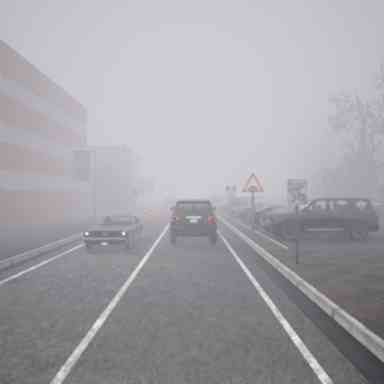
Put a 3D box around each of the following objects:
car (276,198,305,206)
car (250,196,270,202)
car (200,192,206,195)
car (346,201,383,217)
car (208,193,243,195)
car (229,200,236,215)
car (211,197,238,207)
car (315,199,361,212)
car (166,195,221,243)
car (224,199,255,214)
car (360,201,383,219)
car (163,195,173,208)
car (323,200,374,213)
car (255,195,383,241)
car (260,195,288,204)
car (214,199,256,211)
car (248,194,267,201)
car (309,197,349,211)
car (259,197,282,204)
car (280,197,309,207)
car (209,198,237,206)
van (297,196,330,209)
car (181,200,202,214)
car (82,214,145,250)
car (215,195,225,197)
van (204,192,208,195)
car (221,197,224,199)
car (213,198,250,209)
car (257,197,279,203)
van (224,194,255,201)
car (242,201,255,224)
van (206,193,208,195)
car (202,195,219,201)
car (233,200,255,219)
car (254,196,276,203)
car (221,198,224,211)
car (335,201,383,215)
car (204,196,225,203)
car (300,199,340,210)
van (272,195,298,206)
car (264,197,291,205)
[{"bbox_3d":[18.256,1.899,61.987,4.792,1.488,2.163,0,-1,-1],"label":"car"},{"bbox_3d":[17.863,1.722,87.544,5.008,1.535,2.097,0,1,-1],"label":"car"},{"bbox_3d":[5.385,1.561,78.724,5.566,2.045,2.435,0,1,-1],"label":"car"},{"bbox_3d":[18.619,1.670,33.756,5.008,1.535,2.097,0,0,-1],"label":"car"},{"bbox_3d":[5.804,1.557,53.280,5.566,2.045,2.435,0,0,-1],"label":"car"},{"bbox_3d":[6.101,1.688,30.675,4.674,1.452,2.002,0,0,-1],"label":"car"},{"bbox_3d":[5.727,1.723,58.930,4.553,1.767,2.185,0,0,-1],"label":"car"},{"bbox_3d":[18.496,1.731,42.351,5.008,1.535,2.097,0,0,-1],"label":"car"},{"bbox_3d":[0.062,1.355,16.987,2.150,2.045,5.566,0,0,0],"label":"car"},{"bbox_3d":[6.028,1.698,33.500,4.792,1.488,2.163,0,0,-1],"label":"car"},{"bbox_3d":[18.659,1.650,30.933,5.008,1.535,2.097,0,0,-1],"label":"car"},{"bbox_3d":[-3.659,1.582,57.075,2.150,2.045,5.566,0,0,0],"label":"car"},{"bbox_3d":[18.546,1.710,39.528,5.008,1.535,2.097,0,0,-1],"label":"car"},{"bbox_3d":[6.271,1.287,16.550,5.566,2.045,2.435,0,-1,-1],"label":"car"},{"bbox_3d":[18.038,1.620,73.425,5.566,2.045,2.435,0,1,-1],"label":"car"},{"bbox_3d":[5.711,1.745,44.799,5.366,1.575,1.946,0,0,-1],"label":"car"},{"bbox_3d":[17.798,1.568,90.242,4.553,1.767,2.185,0,1,-1],"label":"car"},{"bbox_3d":[18.491,1.625,45.175,4.553,1.767,2.185,0,0,-1],"label":"car"},{"bbox_3d":[17.996,1.871,76.251,4.792,1.488,2.163,0,1,-1],"label":"car"},{"bbox_3d":[18.231,1.725,59.290,4.553,1.767,2.185,0,0,-1],"label":"car"},{"bbox_3d":[5.649,1.868,61.754,5.008,1.535,2.097,0,0,-1],"label":"car"},{"bbox_3d":[18.498,1.564,50.697,4.442,1.987,1.878,0,0,-1],"label":"van"},{"bbox_3d":[-0.037,1.590,34.275,1.994,1.385,4.181,0,-4,0],"label":"car"},{"bbox_3d":[-3.389,1.722,15.136,1.895,1.301,4.718,0,0,0],"label":"car"},{"bbox_3d":[5.887,1.643,47.629,4.553,1.767,2.185,0,0,-1],"label":"car"},{"bbox_3d":[5.570,1.617,75.902,4.442,1.987,1.878,0,1,-1],"label":"van"},{"bbox_3d":[6.122,1.725,41.979,5.366,1.575,1.946,0,0,-1],"label":"car"},{"bbox_3d":[6.001,1.785,50.455,5.366,1.575,1.946,0,0,-1],"label":"car"},{"bbox_3d":[17.957,1.841,79.075,4.792,1.488,2.163,0,1,-1],"label":"car"},{"bbox_3d":[6.134,1.463,36.329,4.442,1.987,1.878,0,0,-1],"label":"van"},{"bbox_3d":[6.213,1.585,22.200,5.008,1.535,2.097,0,0,-1],"label":"car"},{"bbox_3d":[5.649,1.671,70.372,4.442,1.987,1.878,0,0,-1],"label":"van"},{"bbox_3d":[5.214,1.704,92.854,4.674,1.452,2.002,0,1,-1],"label":"car"},{"bbox_3d":[6.135,1.668,27.849,4.674,1.452,2.002,0,0,-1],"label":"car"},{"bbox_3d":[17.955,1.784,81.773,4.892,1.521,2.231,0,1,-1],"label":"car"},{"bbox_3d":[5.974,1.748,39.151,4.674,1.452,2.002,0,0,-1],"label":"car"},{"bbox_3d":[18.612,1.719,36.580,4.792,1.488,2.163,0,0,-1],"label":"car"},{"bbox_3d":[5.378,1.783,81.553,5.008,1.535,2.097,0,1,-1],"label":"car"},{"bbox_3d":[18.426,1.770,47.997,5.008,1.535,2.097,0,0,-1],"label":"car"},{"bbox_3d":[18.066,1.664,64.813,4.442,1.987,1.878,0,0,-1],"label":"van"},{"bbox_3d":[18.100,1.898,70.593,5.008,1.535,2.097,0,1,-1],"label":"car"}]
